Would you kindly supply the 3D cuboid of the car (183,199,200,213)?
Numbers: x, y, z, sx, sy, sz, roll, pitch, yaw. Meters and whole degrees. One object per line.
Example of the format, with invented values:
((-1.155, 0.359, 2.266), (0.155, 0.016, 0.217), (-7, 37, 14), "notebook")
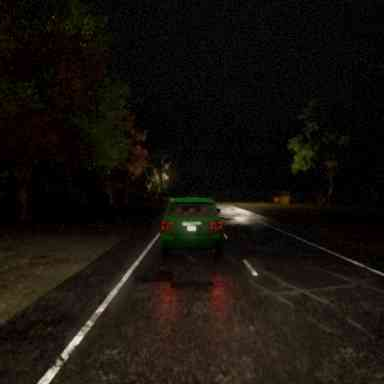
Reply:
((-0.041, 1.572, 39.099), (1.837, 1.490, 4.892), (0, 0, 0), "car")

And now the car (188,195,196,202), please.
((-0.090, 1.609, 80.584), (1.837, 1.490, 4.892), (0, 0, 0), "car")

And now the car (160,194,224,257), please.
((-0.014, 1.248, 13.123), (2.150, 2.045, 5.566), (0, 0, 0), "car")
